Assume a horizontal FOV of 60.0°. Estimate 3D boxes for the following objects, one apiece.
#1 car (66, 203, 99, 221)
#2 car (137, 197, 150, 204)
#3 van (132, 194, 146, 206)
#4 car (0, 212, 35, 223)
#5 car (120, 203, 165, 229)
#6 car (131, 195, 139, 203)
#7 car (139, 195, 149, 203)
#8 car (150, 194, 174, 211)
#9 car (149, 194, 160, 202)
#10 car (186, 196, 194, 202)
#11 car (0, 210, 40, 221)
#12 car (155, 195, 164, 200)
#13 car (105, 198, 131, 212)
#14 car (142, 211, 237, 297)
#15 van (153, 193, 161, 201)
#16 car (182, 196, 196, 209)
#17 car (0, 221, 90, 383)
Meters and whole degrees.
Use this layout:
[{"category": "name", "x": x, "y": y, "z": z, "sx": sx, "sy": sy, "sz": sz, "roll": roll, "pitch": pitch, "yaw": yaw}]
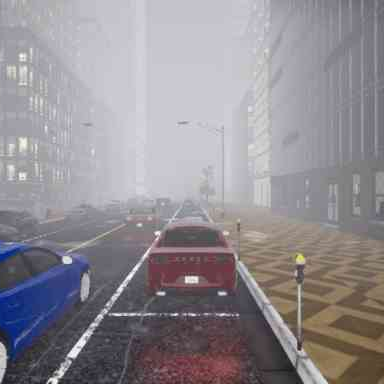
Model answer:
[{"category": "car", "x": -8.833, "y": 1.575, "z": 27.183, "sx": 1.802, "sy": 1.307, "sz": 4.206, "roll": 0, "pitch": 0, "yaw": 0}, {"category": "car", "x": -8.833, "y": 1.550, "z": 61.338, "sx": 1.802, "sy": 1.307, "sz": 4.206, "roll": 0, "pitch": 0, "yaw": 0}, {"category": "van", "x": -8.832, "y": 1.315, "z": 55.645, "sx": 1.690, "sy": 1.788, "sz": 3.998, "roll": 0, "pitch": 0, "yaw": 0}, {"category": "car", "x": -6.246, "y": 1.491, "z": 8.363, "sx": 2.128, "sy": 1.511, "sz": 4.902, "roll": 0, "pitch": 0, "yaw": 0}, {"category": "car", "x": -3.044, "y": 1.596, "z": 21.541, "sx": 1.895, "sy": 1.301, "sz": 4.718, "roll": 0, "pitch": 0, "yaw": 0}, {"category": "car", "x": -8.833, "y": 1.523, "z": 49.953, "sx": 1.887, "sy": 1.381, "sz": 4.507, "roll": 0, "pitch": 0, "yaw": 0}, {"category": "car", "x": -6.146, "y": 1.189, "z": 48.784, "sx": 1.895, "sy": 1.301, "sz": 4.718, "roll": 0, "pitch": 0, "yaw": 0}, {"category": "car", "x": -3.147, "y": 1.338, "z": 37.986, "sx": 2.097, "sy": 1.767, "sz": 4.553, "roll": 0, "pitch": 0, "yaw": 0}, {"category": "car", "x": -8.832, "y": 1.391, "z": 78.413, "sx": 1.967, "sy": 1.590, "sz": 4.097, "roll": 0, "pitch": 0, "yaw": 0}, {"category": "car", "x": -0.452, "y": 1.533, "z": 78.399, "sx": 1.802, "sy": 1.307, "sz": 4.206, "roll": 0, "pitch": 0, "yaw": 0}, {"category": "car", "x": -8.833, "y": 1.563, "z": 15.800, "sx": 1.947, "sy": 1.339, "sz": 4.313, "roll": 0, "pitch": 0, "yaw": 0}, {"category": "car", "x": -8.833, "y": 1.504, "z": 89.799, "sx": 1.947, "sy": 1.339, "sz": 4.313, "roll": 0, "pitch": 0, "yaw": 0}, {"category": "car", "x": -8.833, "y": 1.537, "z": 38.569, "sx": 2.008, "sy": 1.369, "sz": 4.403, "roll": 0, "pitch": 0, "yaw": 0}, {"category": "car", "x": -0.006, "y": 1.477, "z": 8.649, "sx": 1.882, "sy": 1.535, "sz": 5.008, "roll": 0, "pitch": 0, "yaw": 0}, {"category": "van", "x": -8.832, "y": 1.285, "z": 84.106, "sx": 1.690, "sy": 1.788, "sz": 3.998, "roll": 0, "pitch": 0, "yaw": 0}, {"category": "car", "x": -0.452, "y": 1.548, "z": 44.248, "sx": 1.947, "sy": 1.339, "sz": 4.313, "roll": 0, "pitch": 0, "yaw": 0}, {"category": "car", "x": -3.045, "y": 1.477, "z": 4.972, "sx": 1.882, "sy": 1.535, "sz": 5.008, "roll": 0, "pitch": 0, "yaw": 0}]
